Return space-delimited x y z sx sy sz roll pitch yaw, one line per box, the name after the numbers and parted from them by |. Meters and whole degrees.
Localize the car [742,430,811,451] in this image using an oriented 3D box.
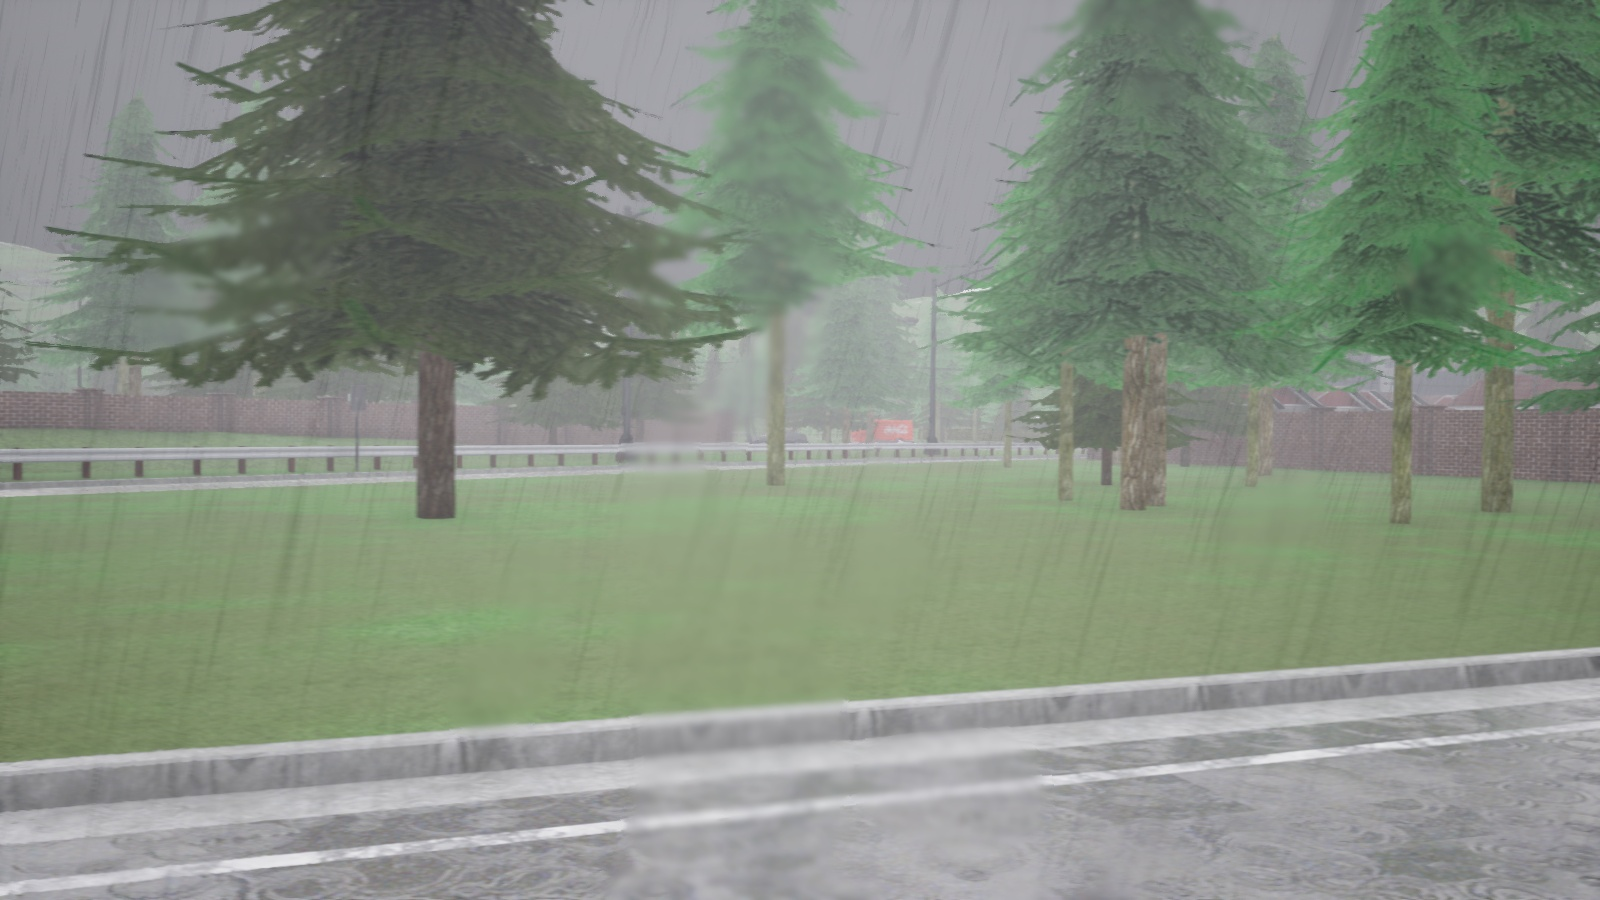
-1.821 -0.754 96.467 4.792 1.488 2.163 -1 1 -21 | car
